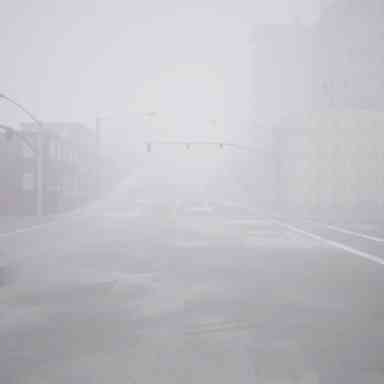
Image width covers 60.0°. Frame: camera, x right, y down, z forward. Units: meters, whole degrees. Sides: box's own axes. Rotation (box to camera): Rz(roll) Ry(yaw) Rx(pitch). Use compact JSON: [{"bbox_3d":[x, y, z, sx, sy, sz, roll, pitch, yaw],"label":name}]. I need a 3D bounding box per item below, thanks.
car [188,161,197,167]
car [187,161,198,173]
[{"bbox_3d":[0.011,-6.359,75.478,1.994,1.385,4.181,0,6,0],"label":"car"},{"bbox_3d":[0.009,-4.811,65.460,2.097,1.767,4.553,0,12,0],"label":"car"}]
